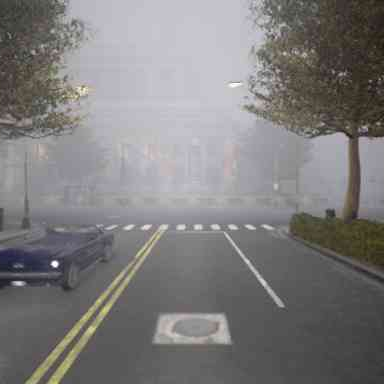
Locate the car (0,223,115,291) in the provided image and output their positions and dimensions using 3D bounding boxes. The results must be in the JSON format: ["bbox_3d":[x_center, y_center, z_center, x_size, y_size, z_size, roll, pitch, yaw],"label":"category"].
[{"bbox_3d":[-3.541,1.564,9.034,1.895,1.301,4.718,0,0,0],"label":"car"}]
